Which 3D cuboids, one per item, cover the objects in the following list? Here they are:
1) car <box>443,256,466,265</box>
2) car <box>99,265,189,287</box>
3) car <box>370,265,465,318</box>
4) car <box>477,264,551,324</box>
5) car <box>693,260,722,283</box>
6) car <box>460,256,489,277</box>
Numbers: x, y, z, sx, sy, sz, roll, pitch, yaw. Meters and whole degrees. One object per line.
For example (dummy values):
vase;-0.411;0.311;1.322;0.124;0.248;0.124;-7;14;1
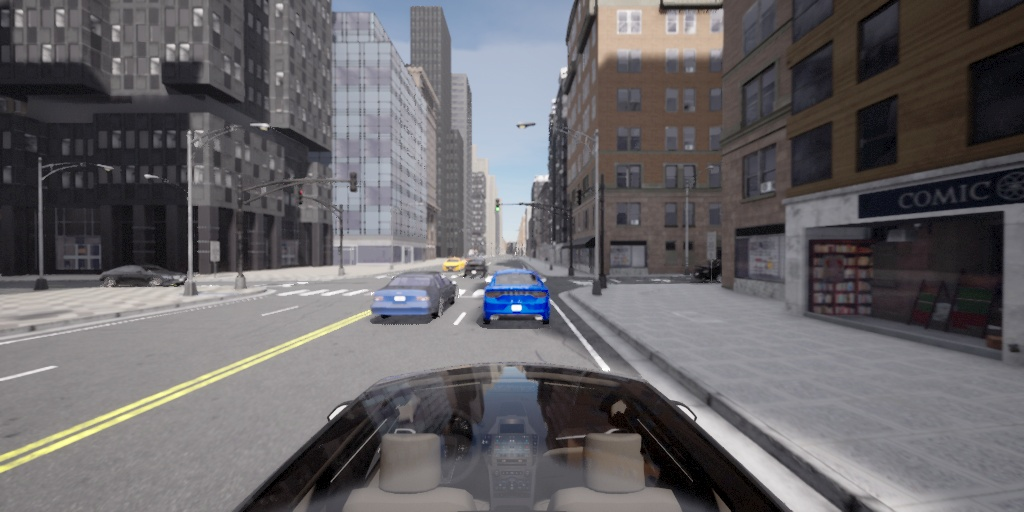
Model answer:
car;-6.477;0.943;40.140;1.882;1.535;5.008;0;1;0
car;-23.664;1.284;23.117;4.674;1.442;1.812;0;1;0
car;-3.119;1.217;12.497;2.033;1.411;5.357;0;0;0
car;0.131;1.154;11.669;1.882;1.535;5.008;0;1;0
car;14.055;0.949;22.478;5.008;1.535;1.882;0;0;-1
car;-3.061;1.034;31.441;1.837;1.490;4.892;0;0;0
